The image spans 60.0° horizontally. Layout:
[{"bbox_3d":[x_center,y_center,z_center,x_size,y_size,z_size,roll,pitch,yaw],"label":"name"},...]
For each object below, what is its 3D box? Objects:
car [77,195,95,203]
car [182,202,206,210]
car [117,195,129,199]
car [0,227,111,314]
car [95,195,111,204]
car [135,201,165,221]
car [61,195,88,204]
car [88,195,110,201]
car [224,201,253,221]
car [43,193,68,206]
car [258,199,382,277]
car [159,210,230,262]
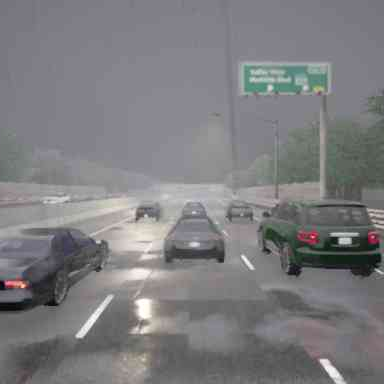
[{"bbox_3d":[-20.557,1.355,64.884,1.882,1.535,5.008,0,0,1],"label":"car"},{"bbox_3d":[0.159,1.523,27.072,1.994,1.385,4.181,0,0,1],"label":"car"},{"bbox_3d":[-13.543,1.381,65.596,2.128,1.511,4.902,0,0,1],"label":"car"},{"bbox_3d":[-3.445,1.542,7.875,2.033,1.411,5.357,0,0,1],"label":"car"},{"bbox_3d":[-17.075,1.383,64.043,1.837,1.490,4.892,0,0,1],"label":"car"},{"bbox_3d":[-3.344,1.465,26.765,1.837,1.490,4.892,0,0,1],"label":"car"},{"bbox_3d":[-17.302,1.511,49.712,1.895,1.301,4.718,0,0,1],"label":"car"},{"bbox_3d":[-13.790,1.473,50.481,1.994,1.385,4.181,0,0,1],"label":"car"},{"bbox_3d":[3.653,1.453,26.504,2.128,1.511,4.902,0,0,1],"label":"car"},{"bbox_3d":[-20.768,1.126,51.194,2.150,2.045,5.566,0,0,1],"label":"car"},{"bbox_3d":[3.581,1.215,10.403,2.150,2.045,5.566,0,0,1],"label":"car"},{"bbox_3d":[0.094,1.552,12.062,1.994,1.385,4.181,0,0,0],"label":"car"}]
